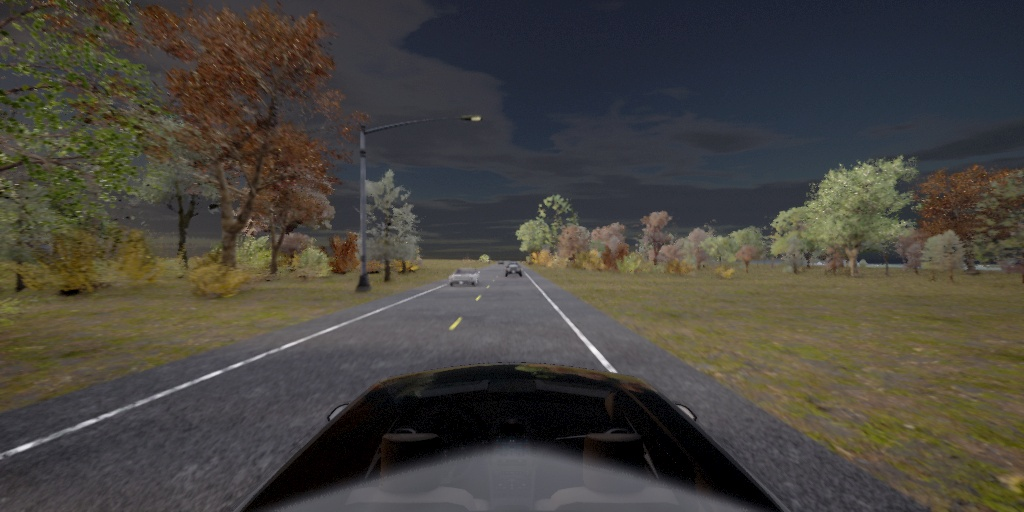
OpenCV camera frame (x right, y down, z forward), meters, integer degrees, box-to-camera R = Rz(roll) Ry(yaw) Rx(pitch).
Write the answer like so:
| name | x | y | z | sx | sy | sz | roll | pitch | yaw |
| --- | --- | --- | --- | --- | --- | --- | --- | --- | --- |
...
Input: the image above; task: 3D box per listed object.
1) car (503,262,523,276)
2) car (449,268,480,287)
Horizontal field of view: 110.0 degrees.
| name | x | y | z | sx | sy | sz | roll | pitch | yaw |
| --- | --- | --- | --- | --- | --- | --- | --- | --- | --- |
| car | 0.180 | 1.582 | 41.621 | 1.812 | 1.442 | 4.674 | -1 | -1 | 0 |
| car | -3.545 | 1.580 | 27.303 | 1.895 | 1.301 | 4.718 | -1 | 0 | 0 |
